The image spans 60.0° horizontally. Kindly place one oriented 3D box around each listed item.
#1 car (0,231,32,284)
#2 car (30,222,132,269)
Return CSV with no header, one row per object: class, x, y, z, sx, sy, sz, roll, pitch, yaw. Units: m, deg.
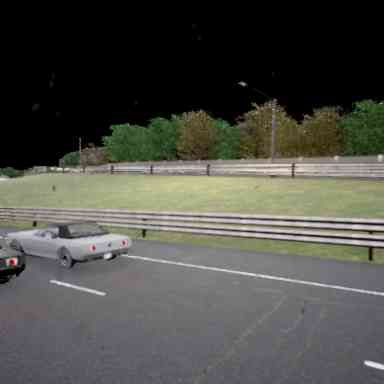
car,-6.347,1.672,8.509,4.718,1.301,1.895,-1,0,35
car,-4.369,1.672,11.397,4.718,1.301,1.895,-1,0,35
